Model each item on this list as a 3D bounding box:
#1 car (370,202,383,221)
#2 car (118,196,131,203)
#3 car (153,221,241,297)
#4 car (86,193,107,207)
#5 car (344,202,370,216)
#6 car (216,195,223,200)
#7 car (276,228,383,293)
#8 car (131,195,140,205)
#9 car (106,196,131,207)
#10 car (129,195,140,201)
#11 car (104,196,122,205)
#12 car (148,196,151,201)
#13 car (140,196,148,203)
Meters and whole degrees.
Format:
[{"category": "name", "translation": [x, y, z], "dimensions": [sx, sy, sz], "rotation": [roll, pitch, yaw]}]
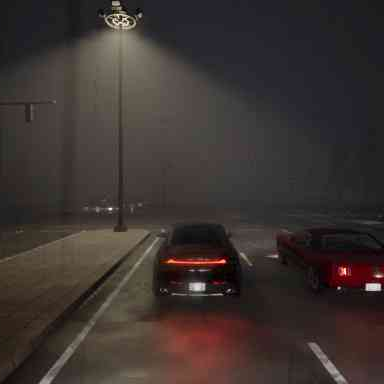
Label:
[{"category": "car", "translation": [16.397, 1.525, 24.934], "dimensions": [4.674, 1.442, 1.812], "rotation": [0, 0, 0]}, {"category": "car", "translation": [-14.552, 1.552, 72.121], "dimensions": [1.994, 1.385, 4.181], "rotation": [0, 0, 0]}, {"category": "car", "translation": [0.125, 1.505, 8.573], "dimensions": [1.837, 1.490, 4.892], "rotation": [0, 0, 1]}, {"category": "car", "translation": [-14.769, 1.221, 51.925], "dimensions": [2.150, 2.045, 5.566], "rotation": [0, 0, 0]}, {"category": "car", "translation": [17.299, 1.601, 31.998], "dimensions": [4.718, 1.301, 1.895], "rotation": [0, 0, 2]}, {"category": "car", "translation": [7.841, 1.552, 94.719], "dimensions": [1.994, 1.385, 4.181], "rotation": [0, 0, 2]}, {"category": "car", "translation": [3.628, 1.601, 8.818], "dimensions": [1.895, 1.301, 4.718], "rotation": [0, 0, 1]}, {"category": "car", "translation": [-11.196, 1.505, 60.386], "dimensions": [1.837, 1.490, 4.892], "rotation": [0, 0, 1]}, {"category": "car", "translation": [-11.276, 1.601, 51.376], "dimensions": [1.895, 1.301, 4.718], "rotation": [0, 0, 0]}, {"category": "car", "translation": [-14.445, 1.507, 83.992], "dimensions": [1.812, 1.442, 4.674], "rotation": [0, 0, 1]}, {"category": "car", "translation": [-14.663, 1.547, 62.174], "dimensions": [2.033, 1.411, 5.357], "rotation": [0, 0, 1]}, {"category": "car", "translation": [-11.004, 1.551, 79.211], "dimensions": [1.994, 1.385, 4.181], "rotation": [0, 0, 0]}, {"category": "car", "translation": [-11.070, 1.595, 69.360], "dimensions": [1.895, 1.301, 4.718], "rotation": [0, 0, 0]}]
